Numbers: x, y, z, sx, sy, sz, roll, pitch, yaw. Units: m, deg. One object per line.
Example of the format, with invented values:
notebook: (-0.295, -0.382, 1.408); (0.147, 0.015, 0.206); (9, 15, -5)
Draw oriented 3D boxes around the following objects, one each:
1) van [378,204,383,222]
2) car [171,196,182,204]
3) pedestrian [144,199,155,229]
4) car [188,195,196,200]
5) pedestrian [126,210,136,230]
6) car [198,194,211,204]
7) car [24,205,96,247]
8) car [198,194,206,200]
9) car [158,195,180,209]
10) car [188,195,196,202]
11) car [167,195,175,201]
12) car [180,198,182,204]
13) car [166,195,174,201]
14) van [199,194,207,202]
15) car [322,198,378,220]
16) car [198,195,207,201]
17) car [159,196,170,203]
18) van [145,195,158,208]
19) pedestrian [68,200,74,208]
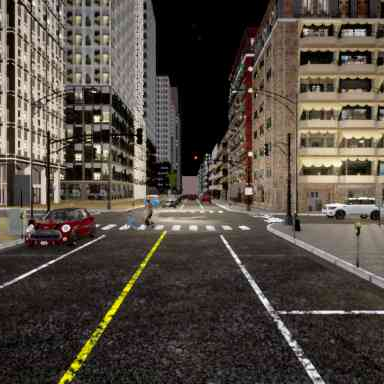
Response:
van: (16.925, 1.706, 25.545); (3.998, 1.788, 1.690); (1, -1, 0)
car: (-3.039, 1.587, 66.310); (1.994, 1.385, 4.181); (0, 0, 1)
pedestrian: (-2.608, 1.295, 20.142); (0.375, 1.860, 0.375); (0, 0, 0)
car: (-0.015, 1.484, 86.814); (1.895, 1.301, 4.718); (0, 0, 0)
pedestrian: (-3.571, 1.575, 19.534); (0.375, 1.300, 0.375); (0, 0, 0)
car: (2.676, 1.336, 63.937); (2.192, 1.841, 5.009); (0, 0, 0)
car: (-5.694, 1.441, 14.807); (1.967, 1.590, 4.097); (0, 0, 0)
car: (2.670, 1.359, 91.691); (2.192, 1.841, 5.009); (0, 0, 0)
car: (-3.107, 1.502, 46.211); (2.128, 1.511, 4.902); (0, 0, 0)
car: (-0.012, 1.500, 76.361); (1.882, 1.535, 5.008); (0, 0, 0)
car: (-5.710, 1.569, 91.518); (1.752, 1.417, 4.829); (0, 0, 0)
car: (-3.100, 1.508, 56.003); (2.128, 1.511, 4.902); (0, 0, 0)
car: (-5.709, 1.479, 86.137); (1.967, 1.590, 4.097); (0, 0, 0)
van: (2.672, 1.375, 80.590); (1.690, 1.788, 3.998); (0, 0, 0)
car: (15.280, 1.546, 31.473); (5.566, 2.045, 2.150); (1, 0, -2)
car: (2.672, 1.589, 86.140); (2.008, 1.369, 4.403); (0, 0, 0)
car: (-5.705, 1.550, 69.315); (1.752, 1.417, 4.829); (0, 0, 0)
van: (-5.701, 1.352, 47.281); (1.690, 1.788, 3.998); (0, 0, 0)
pedestrian: (-6.873, 1.295, 18.942); (0.375, 1.860, 0.375); (0, 0, 0)
